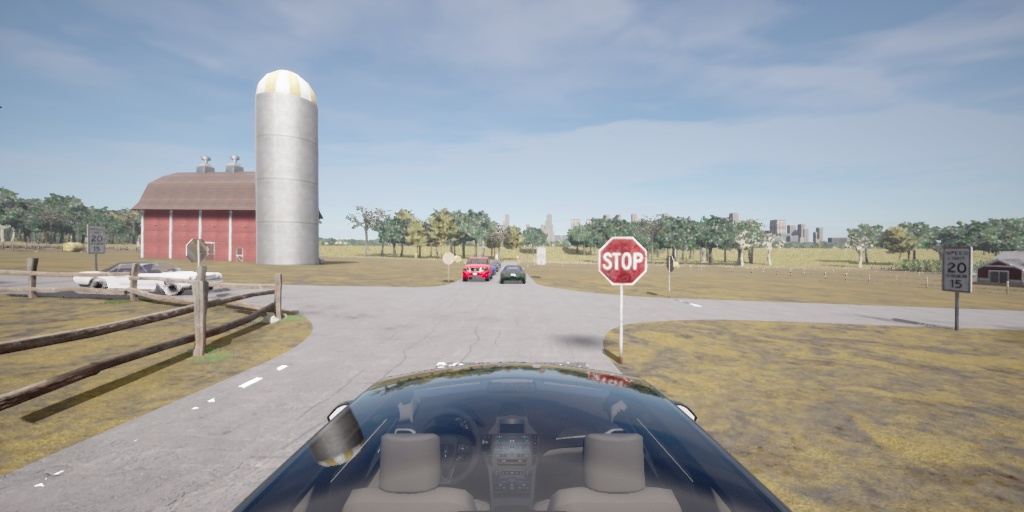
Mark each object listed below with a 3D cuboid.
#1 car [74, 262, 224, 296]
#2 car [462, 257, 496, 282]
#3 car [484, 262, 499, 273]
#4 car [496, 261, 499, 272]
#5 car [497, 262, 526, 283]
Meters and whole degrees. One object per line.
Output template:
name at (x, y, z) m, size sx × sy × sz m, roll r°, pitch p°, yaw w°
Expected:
car at (-15.280, 0.923, 15.327) m, size 4.718 × 1.301 × 1.895 m, roll 2°, pitch 1°, yaw -2°
car at (-2.895, 1.095, 31.168) m, size 2.150 × 2.045 × 5.566 m, roll 0°, pitch 0°, yaw 1°
car at (-2.875, 1.549, 51.462) m, size 1.837 × 1.490 × 4.892 m, roll 0°, pitch -1°, yaw 0°
car at (-2.879, 1.429, 41.505) m, size 1.882 × 1.535 × 5.008 m, roll 0°, pitch 0°, yaw 0°
car at (0.079, 1.424, 29.391) m, size 1.994 × 1.385 × 4.181 m, roll 0°, pitch 0°, yaw 0°
